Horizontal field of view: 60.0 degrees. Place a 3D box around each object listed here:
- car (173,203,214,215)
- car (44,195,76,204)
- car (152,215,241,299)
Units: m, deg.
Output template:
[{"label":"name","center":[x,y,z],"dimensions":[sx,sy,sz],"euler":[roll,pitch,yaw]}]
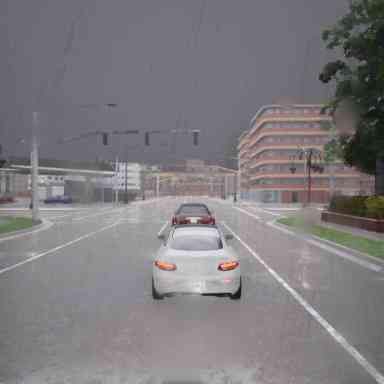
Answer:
[{"label":"car","center":[0.079,1.352,17.299],"dimensions":[2.097,1.767,4.553],"euler":[0,0,0]},{"label":"car","center":[-23.388,1.295,58.028],"dimensions":[4.611,1.667,2.242],"euler":[0,0,1]},{"label":"car","center":[0.094,1.526,8.306],"dimensions":[1.812,1.442,4.674],"euler":[0,0,0]}]
